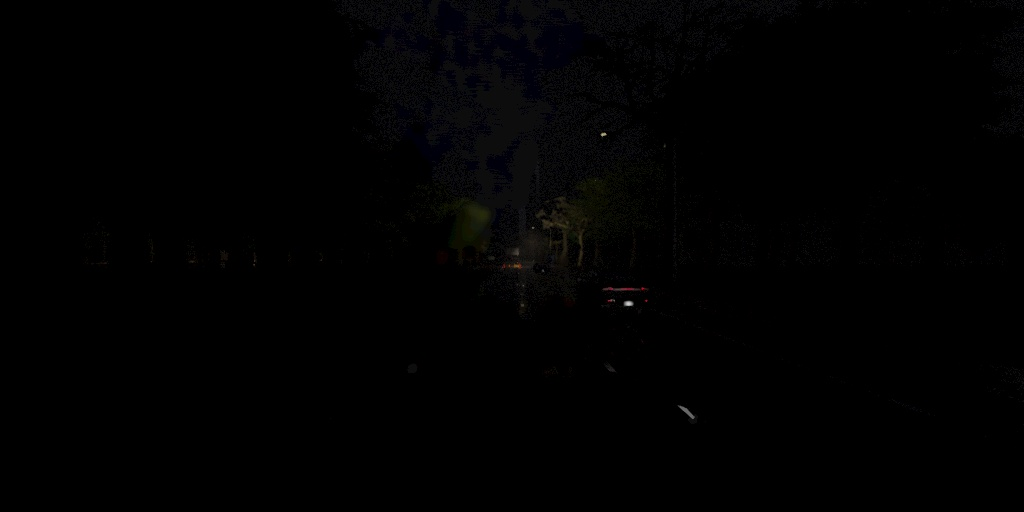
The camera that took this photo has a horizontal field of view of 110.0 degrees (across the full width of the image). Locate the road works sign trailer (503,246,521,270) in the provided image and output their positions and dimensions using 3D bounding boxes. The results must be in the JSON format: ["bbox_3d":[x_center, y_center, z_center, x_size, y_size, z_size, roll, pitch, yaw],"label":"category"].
[{"bbox_3d":[-0.010,0.305,55.358,2.380,3.560,2.880,0,0,0],"label":"road works sign trailer"}]

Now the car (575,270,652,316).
[{"bbox_3d":[3.597,1.252,13.471,2.128,1.511,4.902,0,0,0],"label":"car"}]

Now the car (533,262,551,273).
[{"bbox_3d":[3.592,1.413,44.091,1.895,1.301,4.718,0,0,0],"label":"car"}]
